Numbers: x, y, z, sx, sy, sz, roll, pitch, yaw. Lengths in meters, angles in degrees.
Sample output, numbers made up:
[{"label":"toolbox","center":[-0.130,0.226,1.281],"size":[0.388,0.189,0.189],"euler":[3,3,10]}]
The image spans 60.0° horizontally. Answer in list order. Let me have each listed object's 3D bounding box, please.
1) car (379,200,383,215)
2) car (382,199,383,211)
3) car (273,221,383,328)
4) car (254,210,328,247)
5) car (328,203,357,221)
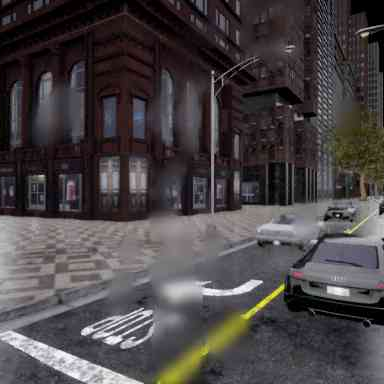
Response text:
[{"label":"car","center":[19.990,1.535,33.516],"size":[1.837,1.490,4.892],"euler":[0,0,32]},{"label":"car","center":[25.458,1.597,42.378],"size":[2.033,1.411,5.357],"euler":[0,0,32]},{"label":"car","center":[3.416,1.569,7.058],"size":[1.994,1.385,4.181],"euler":[0,0,32]},{"label":"car","center":[4.358,1.608,14.424],"size":[1.895,1.301,4.718],"euler":[0,0,32]},{"label":"car","center":[11.856,1.583,26.430],"size":[1.994,1.385,4.181],"euler":[0,0,32]}]
